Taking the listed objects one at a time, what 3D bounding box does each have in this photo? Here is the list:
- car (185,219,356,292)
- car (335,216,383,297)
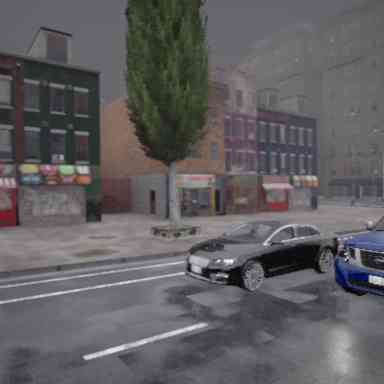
[{"bbox_3d":[2.096,1.543,9.170,4.902,1.511,2.128,0,0,-35],"label":"car"},{"bbox_3d":[5.654,1.283,7.717,5.566,2.045,2.150,0,0,-35],"label":"car"}]
